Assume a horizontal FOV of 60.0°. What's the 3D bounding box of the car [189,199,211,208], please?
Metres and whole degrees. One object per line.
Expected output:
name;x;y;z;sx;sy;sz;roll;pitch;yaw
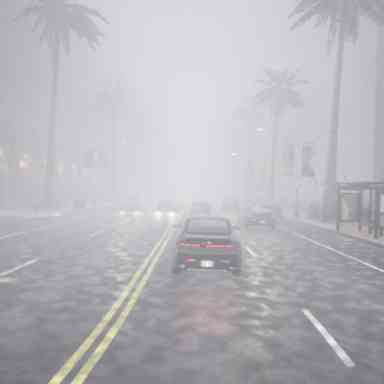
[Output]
car;0.736;1.400;30.441;2.128;1.511;4.902;1;0;1

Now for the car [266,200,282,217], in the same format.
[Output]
car;7.233;1.554;31.675;2.231;1.521;4.892;1;0;0

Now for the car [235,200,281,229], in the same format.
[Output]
car;4.156;1.554;21.715;1.812;1.442;4.674;1;0;1

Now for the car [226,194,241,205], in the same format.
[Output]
car;7.485;1.328;61.049;2.185;1.767;4.553;1;0;0

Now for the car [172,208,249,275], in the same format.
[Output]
car;0.458;1.478;10.450;1.837;1.490;4.892;2;0;2

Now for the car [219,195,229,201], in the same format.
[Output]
car;7.967;1.420;82.975;2.161;1.482;4.786;1;0;0

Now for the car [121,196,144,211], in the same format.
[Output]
car;-6.376;1.211;36.134;1.837;1.490;4.892;1;0;1

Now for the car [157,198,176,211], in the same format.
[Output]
car;-2.859;1.391;37.637;1.895;1.301;4.718;1;0;1

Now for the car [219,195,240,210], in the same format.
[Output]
car;4.305;1.464;38.810;2.128;1.511;4.902;1;0;0
